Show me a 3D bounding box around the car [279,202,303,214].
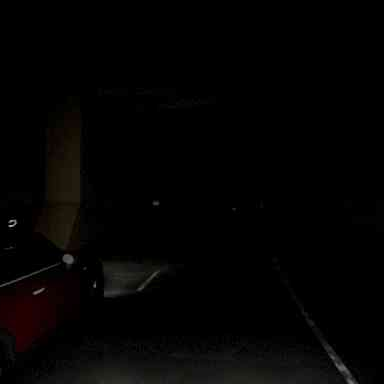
[{"bbox_3d":[12.068,1.882,40.441,2.033,1.411,5.357,0,0,29],"label":"car"}]

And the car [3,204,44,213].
[{"bbox_3d":[-8.446,1.418,16.999,2.097,1.767,4.553,0,0,13],"label":"car"}]

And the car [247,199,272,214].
[{"bbox_3d":[8.412,1.669,40.939,2.097,1.767,4.553,0,0,28],"label":"car"}]

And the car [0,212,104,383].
[{"bbox_3d":[-2.971,1.369,5.016,2.097,1.767,4.553,0,0,4],"label":"car"}]

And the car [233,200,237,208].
[{"bbox_3d":[8.622,1.772,56.308,2.097,1.767,4.553,0,0,29],"label":"car"}]

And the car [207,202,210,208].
[{"bbox_3d":[4.266,1.917,55.674,1.812,1.442,4.674,0,-1,29],"label":"car"}]
